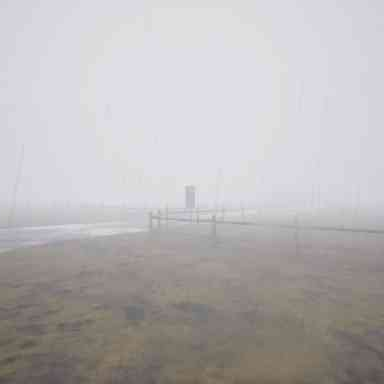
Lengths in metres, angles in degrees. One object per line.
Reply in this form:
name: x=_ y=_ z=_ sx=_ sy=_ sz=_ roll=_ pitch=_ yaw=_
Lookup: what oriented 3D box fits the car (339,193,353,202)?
car: x=39.165 y=1.735 z=85.406 sx=2.033 sy=1.411 sz=5.357 roll=-2 pitch=0 yaw=36
